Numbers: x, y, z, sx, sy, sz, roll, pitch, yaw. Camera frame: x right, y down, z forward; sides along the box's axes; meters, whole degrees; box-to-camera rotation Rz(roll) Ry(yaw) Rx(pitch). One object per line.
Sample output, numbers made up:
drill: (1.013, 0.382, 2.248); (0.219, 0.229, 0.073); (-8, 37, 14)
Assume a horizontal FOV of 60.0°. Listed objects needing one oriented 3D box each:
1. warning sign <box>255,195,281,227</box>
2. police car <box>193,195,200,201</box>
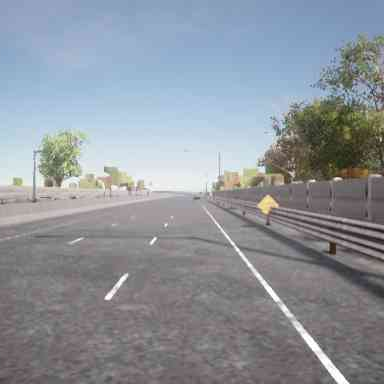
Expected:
warning sign: (4.549, 1.097, 19.907); (1.300, 1.860, 1.060); (0, 0, 0)
police car: (1.225, 1.605, 90.016); (1.930, 1.638, 5.238); (0, 0, 0)
